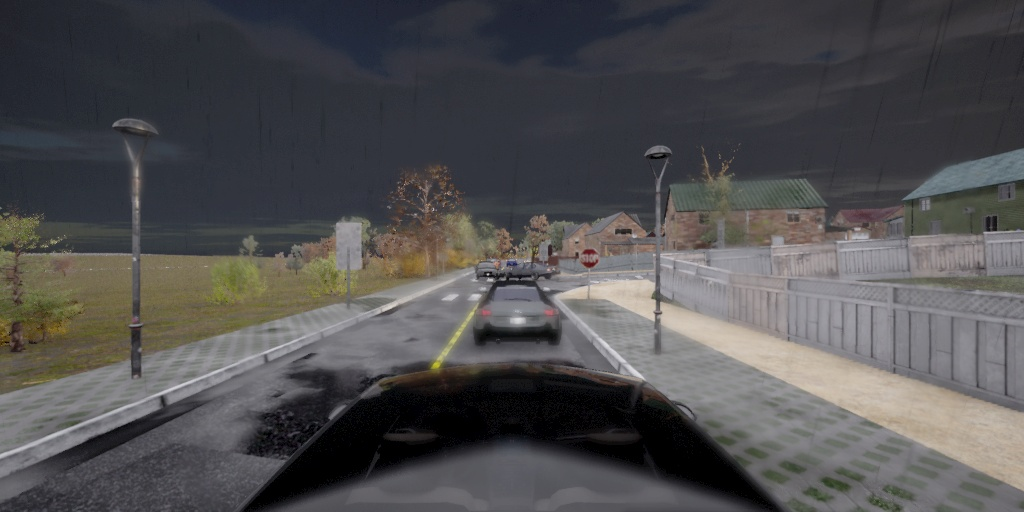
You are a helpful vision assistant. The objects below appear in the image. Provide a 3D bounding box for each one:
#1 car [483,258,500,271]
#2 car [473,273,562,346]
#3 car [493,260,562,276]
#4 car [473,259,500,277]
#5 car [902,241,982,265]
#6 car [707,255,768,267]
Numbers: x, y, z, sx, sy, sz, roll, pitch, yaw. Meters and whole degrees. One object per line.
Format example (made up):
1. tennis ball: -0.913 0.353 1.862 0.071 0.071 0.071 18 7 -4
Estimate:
1. car: -2.884 1.114 51.181 2.097 1.767 4.553 0 0 1
2. car: 0.096 1.312 9.439 1.994 1.385 4.181 0 0 -1
3. car: 1.316 1.194 28.455 5.357 1.411 2.033 -4 -3 43
4. car: -2.273 1.254 31.364 1.837 1.490 4.892 0 0 -8
5. car: 23.874 -0.211 20.426 4.902 1.511 2.128 -3 0 14
6. car: 14.371 0.410 22.841 4.181 1.385 1.994 -3 0 16
